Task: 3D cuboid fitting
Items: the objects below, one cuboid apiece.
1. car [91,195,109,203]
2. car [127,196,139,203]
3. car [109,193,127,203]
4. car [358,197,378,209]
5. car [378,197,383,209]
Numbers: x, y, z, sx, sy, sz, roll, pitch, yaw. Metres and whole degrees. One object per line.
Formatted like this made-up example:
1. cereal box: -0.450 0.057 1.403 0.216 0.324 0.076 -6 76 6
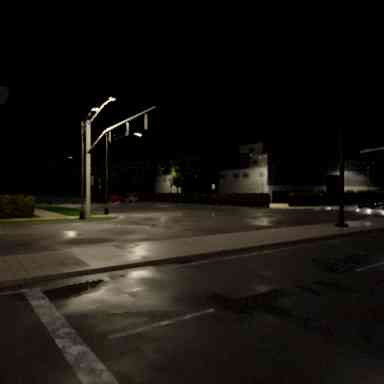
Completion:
1. car: -18.474 1.535 65.420 1.994 1.385 4.181 0 0 -34
2. car: -12.585 1.487 69.188 1.812 1.442 4.674 0 0 -34
3. car: -15.712 1.189 67.569 2.150 2.045 5.566 0 0 -34
4. car: 23.919 1.450 44.001 4.892 1.490 1.837 0 0 -34
5. car: 25.438 1.298 40.815 4.553 1.767 2.097 0 0 -34
